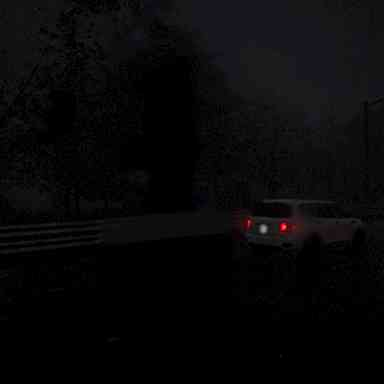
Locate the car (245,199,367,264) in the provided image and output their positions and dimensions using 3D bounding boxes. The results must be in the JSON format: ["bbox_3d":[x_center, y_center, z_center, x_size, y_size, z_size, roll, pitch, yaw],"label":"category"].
[{"bbox_3d":[4.388,1.299,12.417,5.566,2.045,2.150,1,-2,-39],"label":"car"}]
